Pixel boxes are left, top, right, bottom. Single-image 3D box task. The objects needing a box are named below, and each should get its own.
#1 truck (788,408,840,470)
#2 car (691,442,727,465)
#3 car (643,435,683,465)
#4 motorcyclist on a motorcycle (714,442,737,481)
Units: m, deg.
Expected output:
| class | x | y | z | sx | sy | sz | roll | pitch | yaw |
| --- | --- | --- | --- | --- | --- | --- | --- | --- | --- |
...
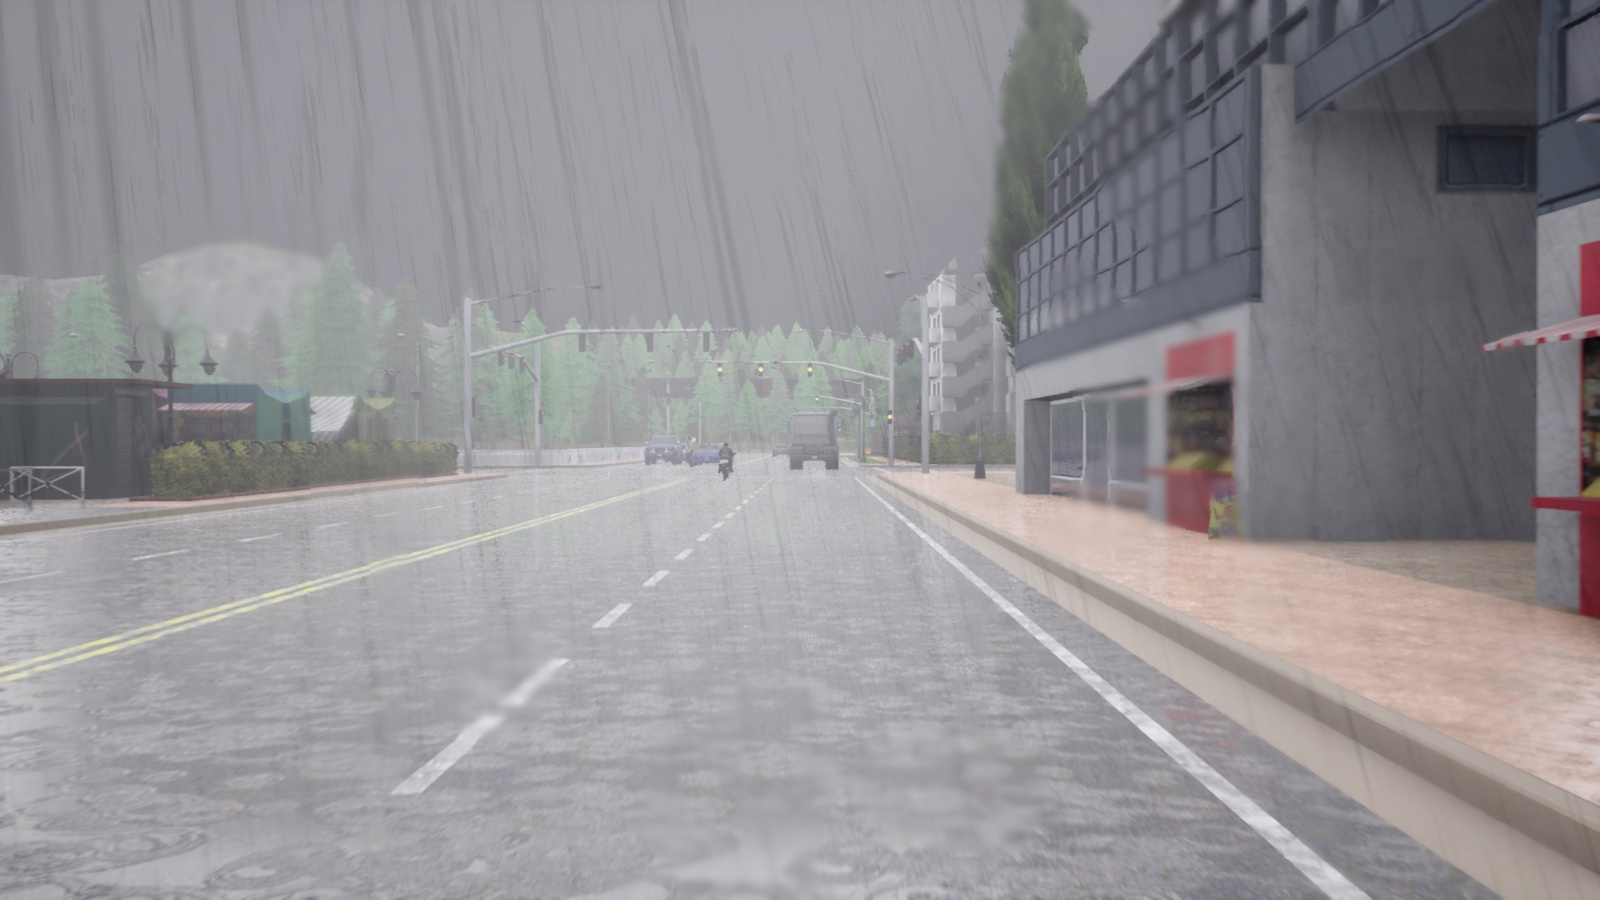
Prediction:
| class | x | y | z | sx | sy | sz | roll | pitch | yaw |
| --- | --- | --- | --- | --- | --- | --- | --- | --- | --- |
| truck | 0.825 | -0.651 | 73.796 | 2.891 | 3.462 | 7.936 | 0 | 0 | 1 |
| car | -6.062 | 0.214 | 84.096 | 2.007 | 1.525 | 4.514 | 0 | 0 | 1 |
| car | -9.522 | -0.038 | 87.902 | 2.150 | 2.045 | 5.566 | 0 | 0 | 0 |
| motorcyclist on a motorcycle | -2.942 | 0.446 | 49.716 | 0.797 | 1.523 | 2.044 | 0 | 0 | 1 |
